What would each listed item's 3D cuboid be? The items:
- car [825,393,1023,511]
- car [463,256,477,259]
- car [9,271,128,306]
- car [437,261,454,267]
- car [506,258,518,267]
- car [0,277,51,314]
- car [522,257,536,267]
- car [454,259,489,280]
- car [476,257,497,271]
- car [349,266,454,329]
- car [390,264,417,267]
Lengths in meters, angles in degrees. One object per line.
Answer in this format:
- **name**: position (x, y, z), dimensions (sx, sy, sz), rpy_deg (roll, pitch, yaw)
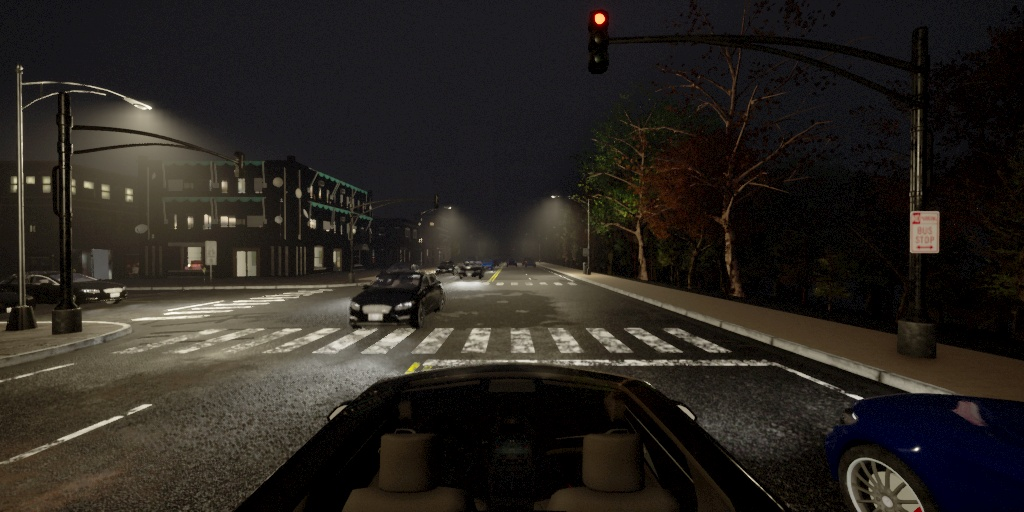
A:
- **car**: position (3.358, 1.276, 0.850), dimensions (1.812, 1.442, 4.674), rpy_deg (0, 0, 1)
- **car**: position (-6.689, 0.951, 58.765), dimensions (2.150, 2.045, 5.566), rpy_deg (0, 0, 0)
- **car**: position (-19.649, 1.459, 15.525), dimensions (4.902, 1.511, 2.128), rpy_deg (-1, 1, 0)
- **car**: position (-6.670, 1.243, 37.618), dimensions (1.837, 1.490, 4.892), rpy_deg (0, 0, 0)
- **car**: position (-0.030, 1.252, 64.933), dimensions (1.812, 1.442, 4.674), rpy_deg (0, 0, 0)
- **car**: position (-19.969, 1.565, 12.818), dimensions (4.313, 1.339, 1.948), rpy_deg (0, 0, 0)
- **car**: position (3.234, 1.274, 63.655), dimensions (2.033, 1.411, 5.357), rpy_deg (0, 0, 0)
- **car**: position (-3.409, 1.232, 31.127), dimensions (2.128, 1.511, 4.902), rpy_deg (0, 0, 0)
- **car**: position (-3.440, 1.211, 48.287), dimensions (1.882, 1.535, 5.008), rpy_deg (0, 0, 0)
- **car**: position (-3.370, 1.240, 11.292), dimensions (2.128, 1.511, 4.902), rpy_deg (0, 0, 0)
- **car**: position (-6.640, 1.238, 21.709), dimensions (2.128, 1.511, 4.902), rpy_deg (0, 0, 0)
